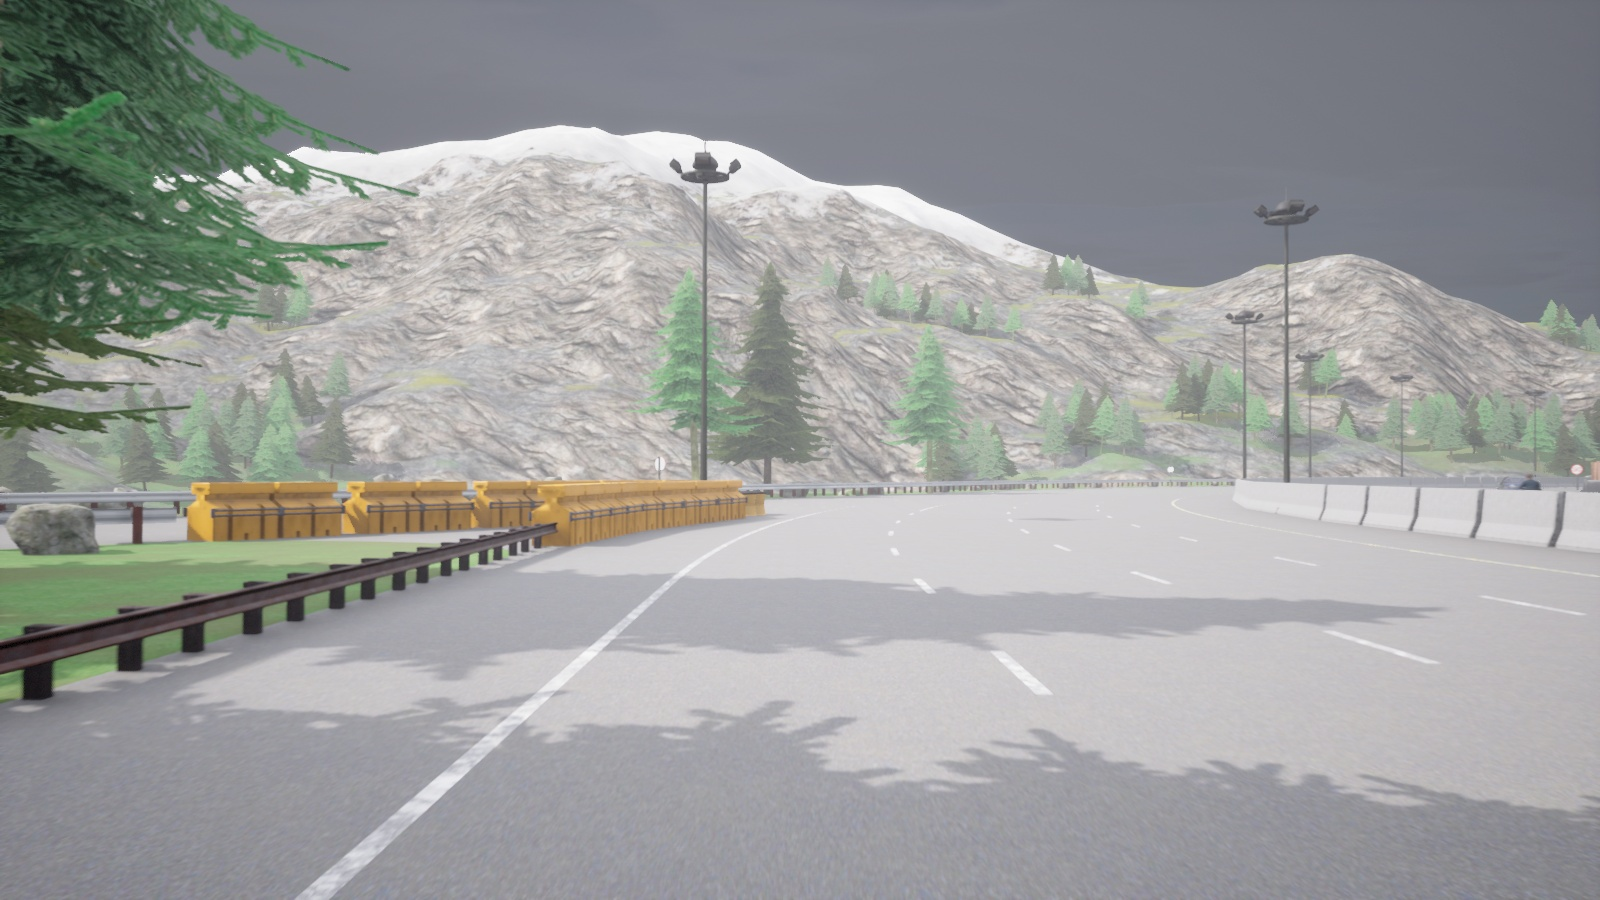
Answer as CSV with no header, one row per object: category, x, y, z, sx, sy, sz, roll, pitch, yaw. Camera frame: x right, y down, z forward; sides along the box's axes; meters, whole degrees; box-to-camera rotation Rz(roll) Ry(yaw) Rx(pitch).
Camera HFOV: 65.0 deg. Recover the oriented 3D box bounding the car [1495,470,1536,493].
car,46.458,2.042,81.565,2.033,1.411,5.357,-1,-1,27
